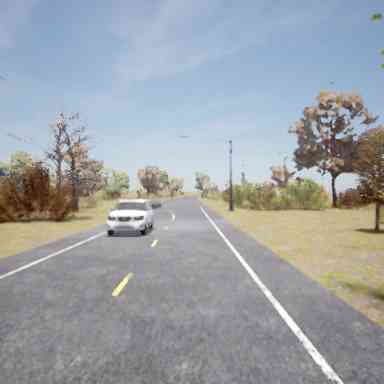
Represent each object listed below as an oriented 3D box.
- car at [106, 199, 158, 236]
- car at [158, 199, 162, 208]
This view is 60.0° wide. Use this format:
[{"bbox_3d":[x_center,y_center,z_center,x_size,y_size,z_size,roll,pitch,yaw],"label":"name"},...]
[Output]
[{"bbox_3d":[-3.637,1.445,20.491,2.150,2.045,5.566,0,-1,0],"label":"car"},{"bbox_3d":[-6.472,2.083,60.528,1.882,1.535,5.008,0,-1,-6],"label":"car"}]
